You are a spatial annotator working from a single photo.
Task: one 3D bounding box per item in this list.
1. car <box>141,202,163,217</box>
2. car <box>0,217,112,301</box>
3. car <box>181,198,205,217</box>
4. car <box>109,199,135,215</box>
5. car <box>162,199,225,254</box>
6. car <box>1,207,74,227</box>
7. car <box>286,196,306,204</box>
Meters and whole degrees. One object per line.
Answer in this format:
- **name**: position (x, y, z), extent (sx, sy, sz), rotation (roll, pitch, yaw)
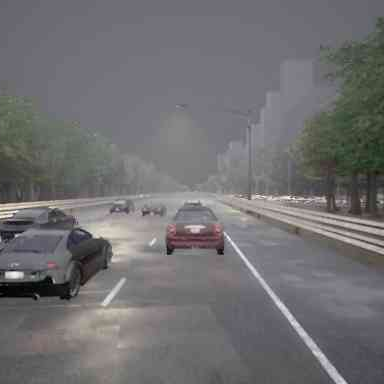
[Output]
- **car**: position (-3.380, 1.530, 30.460), extent (1.895, 1.301, 4.718), rotation (0, 0, 0)
- **car**: position (-3.392, 1.558, 8.380), extent (1.994, 1.385, 4.181), rotation (0, 0, 0)
- **car**: position (0.121, 1.414, 31.890), extent (2.128, 1.511, 4.902), rotation (0, 0, 0)
- **car**: position (-6.879, 1.444, 32.986), extent (1.812, 1.442, 4.674), rotation (0, 0, 0)
- **car**: position (0.109, 1.336, 13.560), extent (2.097, 1.767, 4.553), rotation (0, 0, 0)
- **car**: position (-6.890, 1.485, 15.536), extent (1.837, 1.490, 4.892), rotation (0, 0, 0)
- **car**: position (20.626, 1.509, 65.799), extent (2.128, 1.511, 4.902), rotation (0, 1, -38)
